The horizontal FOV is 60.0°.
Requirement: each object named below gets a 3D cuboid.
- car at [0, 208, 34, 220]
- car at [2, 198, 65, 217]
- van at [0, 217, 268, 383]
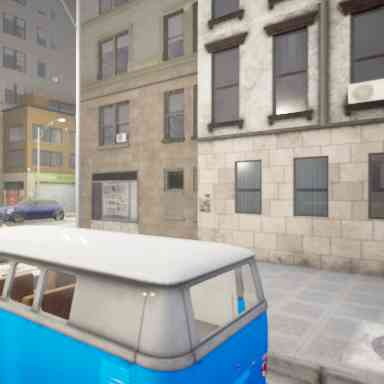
[{"bbox_3d":[-5.692,1.311,6.789,5.009,1.841,2.192,0,0,35],"label":"car"},{"bbox_3d":[-11.695,1.276,24.154,2.097,1.767,4.553,0,0,35],"label":"car"},{"bbox_3d":[-1.175,1.340,3.630,3.998,1.788,1.690,0,0,35],"label":"van"}]
